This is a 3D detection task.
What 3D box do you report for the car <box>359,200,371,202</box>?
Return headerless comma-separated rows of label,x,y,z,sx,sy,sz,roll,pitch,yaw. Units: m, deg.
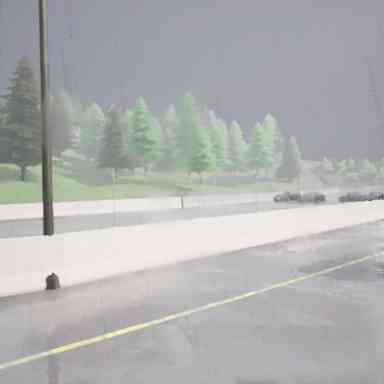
car,18.529,0.693,33.837,1.994,1.385,4.181,0,1,44
